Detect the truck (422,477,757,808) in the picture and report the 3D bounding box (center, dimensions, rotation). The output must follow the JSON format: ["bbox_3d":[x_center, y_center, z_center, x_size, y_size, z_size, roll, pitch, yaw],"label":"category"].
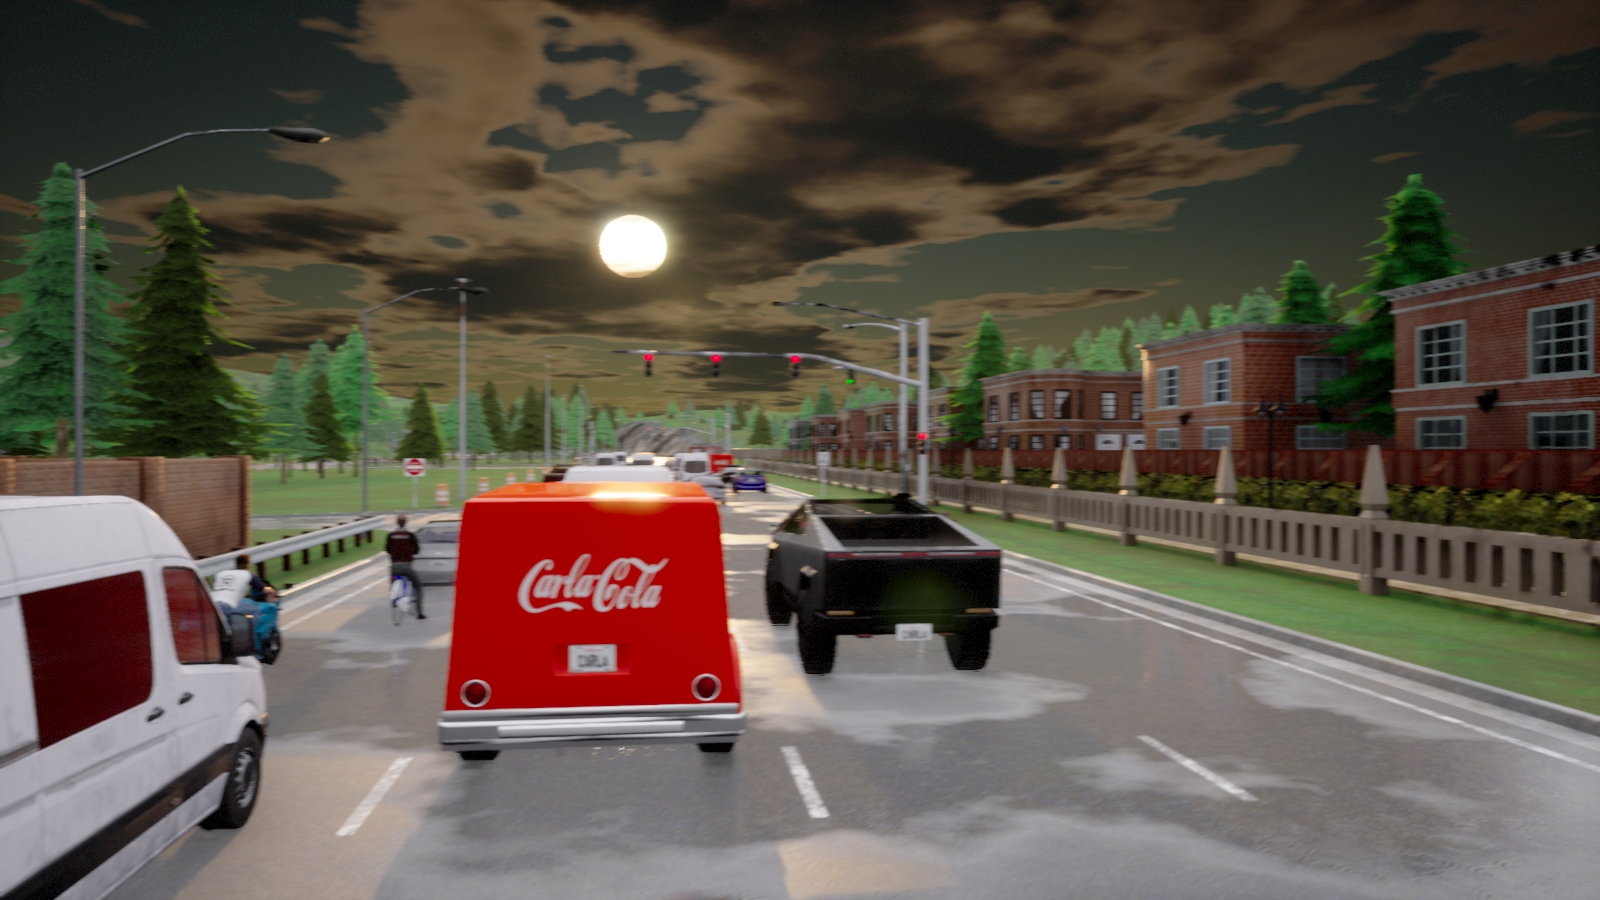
[{"bbox_3d":[-1.995,1.572,11.690,2.627,2.467,5.204,0,0,-8],"label":"truck"}]

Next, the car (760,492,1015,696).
[{"bbox_3d":[0.923,1.763,16.323,2.390,2.098,6.274,0,0,-8],"label":"car"}]

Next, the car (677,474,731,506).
[{"bbox_3d":[-5.082,2.056,59.787,2.097,1.535,5.006,0,0,-13],"label":"car"}]

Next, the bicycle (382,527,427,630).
[{"bbox_3d":[-6.453,2.061,18.691,0.329,1.471,1.835,0,0,-8],"label":"bicycle"}]

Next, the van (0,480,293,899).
[{"bbox_3d":[-4.842,1.532,6.495,1.988,2.561,5.915,0,0,-8],"label":"van"}]

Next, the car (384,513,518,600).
[{"bbox_3d":[-7.115,2.122,23.690,1.994,1.385,4.181,0,0,-7],"label":"car"}]

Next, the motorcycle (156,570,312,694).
[{"bbox_3d":[-6.889,2.185,14.049,0.803,1.199,2.033,0,0,4],"label":"motorcycle"}]

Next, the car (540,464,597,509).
[{"bbox_3d":[-11.595,1.766,57.639,2.390,2.098,6.274,0,0,-8],"label":"car"}]

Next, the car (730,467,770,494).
[{"bbox_3d":[-3.370,1.999,75.553,2.242,1.667,4.611,0,0,-8],"label":"car"}]
